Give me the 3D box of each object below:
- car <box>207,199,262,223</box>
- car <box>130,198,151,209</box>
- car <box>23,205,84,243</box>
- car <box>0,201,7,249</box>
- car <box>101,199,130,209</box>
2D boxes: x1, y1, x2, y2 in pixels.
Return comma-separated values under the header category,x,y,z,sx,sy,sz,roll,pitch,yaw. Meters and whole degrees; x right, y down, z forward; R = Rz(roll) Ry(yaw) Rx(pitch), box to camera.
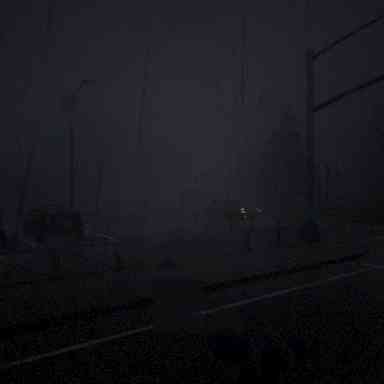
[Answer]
category,x,y,z,sx,sy,sz,roll,pitch,yaw
car,3.237,1.352,25.959,2.097,1.767,4.553,0,0,-36
car,-7.368,1.526,46.546,1.812,1.442,4.674,0,0,-36
car,-6.410,1.340,15.279,2.007,1.523,4.514,0,0,-36
car,-8.921,1.331,13.398,2.152,1.636,5.027,0,0,-36
car,-10.510,1.601,44.694,1.895,1.301,4.718,0,0,-36
